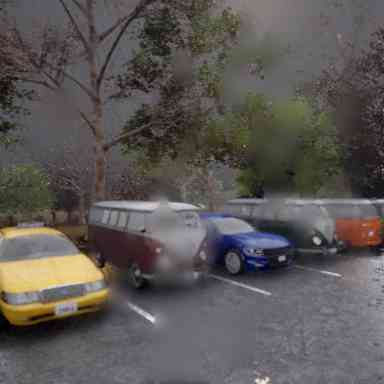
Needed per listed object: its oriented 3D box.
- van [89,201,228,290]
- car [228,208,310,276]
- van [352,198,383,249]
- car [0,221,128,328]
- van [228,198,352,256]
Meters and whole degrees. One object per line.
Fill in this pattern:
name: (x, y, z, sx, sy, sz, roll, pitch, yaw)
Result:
van: (-1.287, 1.242, 8.996, 1.878, 1.987, 4.442, 0, 0, -35)
car: (0.899, 1.460, 10.704, 2.097, 1.535, 5.008, 0, 0, -35)
van: (5.332, 1.280, 14.000, 1.878, 1.987, 4.442, 1, -1, -35)
car: (-3.501, 1.473, 7.335, 1.946, 1.575, 5.366, 0, 0, -36)
van: (3.104, 1.242, 12.125, 1.878, 1.987, 4.442, 0, 0, -35)
